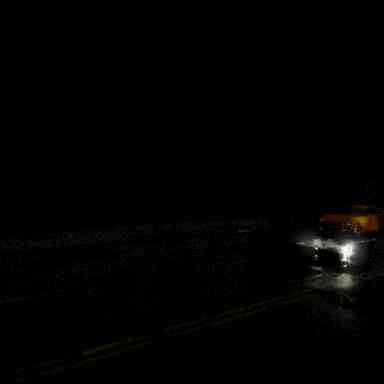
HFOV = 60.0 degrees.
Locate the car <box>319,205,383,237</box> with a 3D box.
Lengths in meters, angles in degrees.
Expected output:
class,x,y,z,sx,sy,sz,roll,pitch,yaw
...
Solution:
class,x,y,z,sx,sy,sz,roll,pitch,yaw
car,8.882,1.465,17.994,5.008,1.535,1.882,0,0,-35
